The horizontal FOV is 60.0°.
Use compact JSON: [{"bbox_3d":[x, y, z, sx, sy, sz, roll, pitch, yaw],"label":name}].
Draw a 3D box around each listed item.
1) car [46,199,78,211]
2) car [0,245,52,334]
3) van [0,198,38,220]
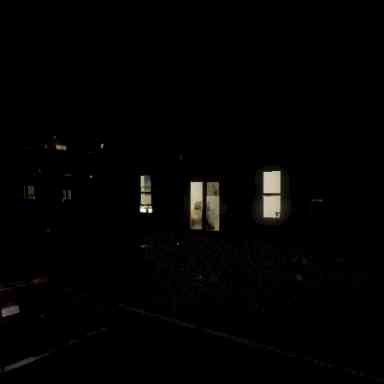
[{"bbox_3d":[-16.055,1.568,42.327,1.752,1.417,4.829,0,0,35],"label":"car"},{"bbox_3d":[-4.366,1.542,5.982,4.507,1.381,1.887,0,0,36],"label":"car"},{"bbox_3d":[-15.454,1.412,28.598,1.690,1.788,3.998,0,0,35],"label":"van"}]
